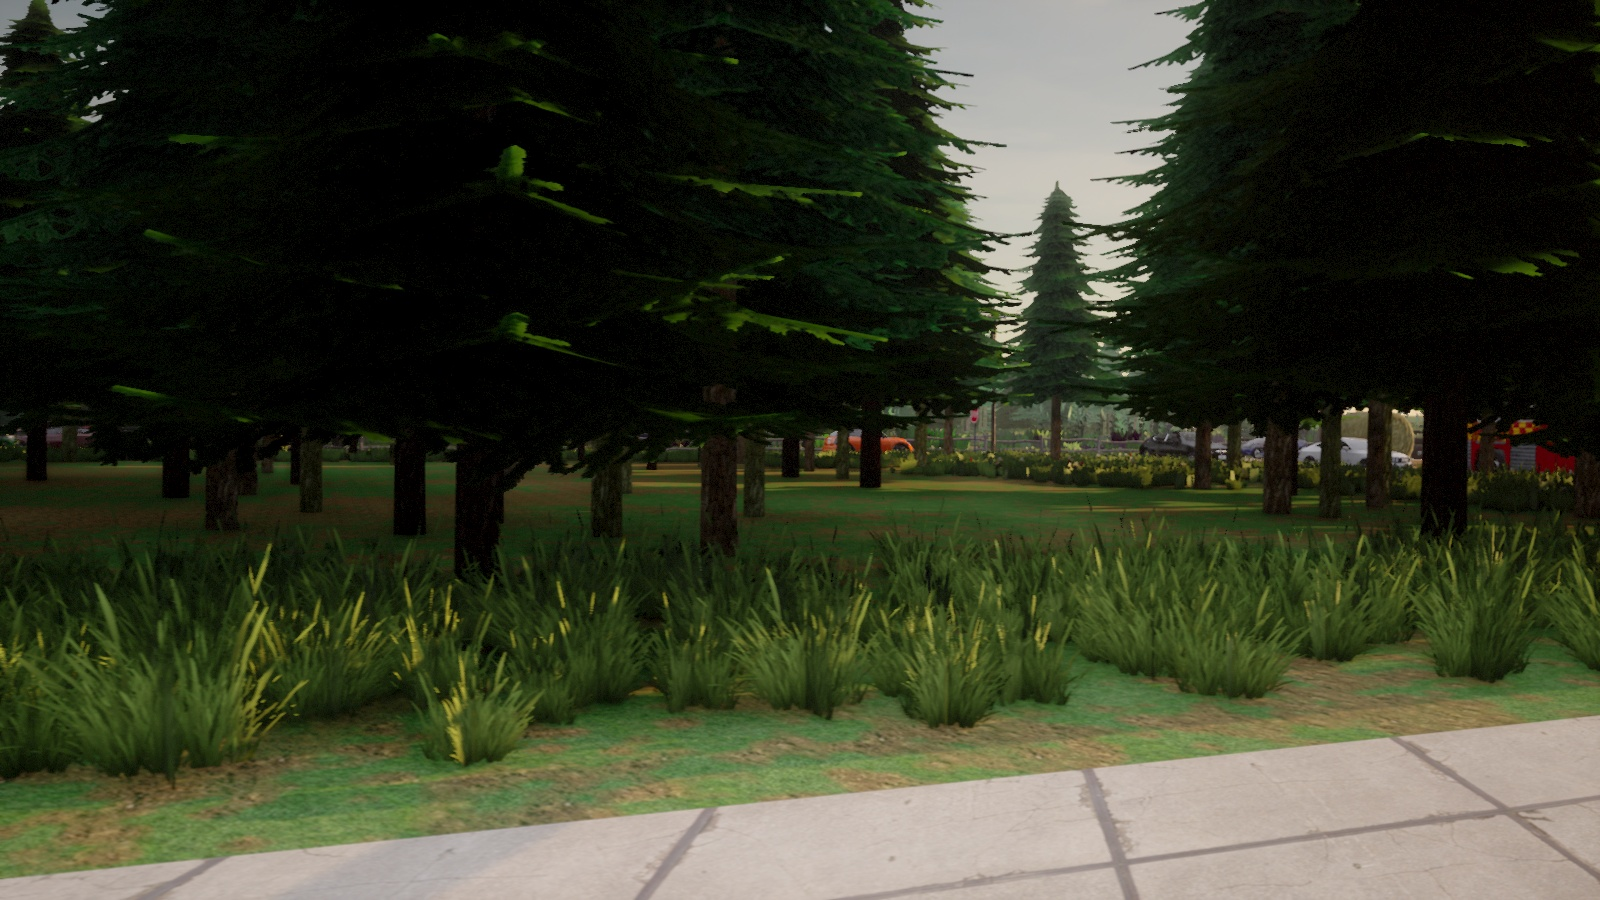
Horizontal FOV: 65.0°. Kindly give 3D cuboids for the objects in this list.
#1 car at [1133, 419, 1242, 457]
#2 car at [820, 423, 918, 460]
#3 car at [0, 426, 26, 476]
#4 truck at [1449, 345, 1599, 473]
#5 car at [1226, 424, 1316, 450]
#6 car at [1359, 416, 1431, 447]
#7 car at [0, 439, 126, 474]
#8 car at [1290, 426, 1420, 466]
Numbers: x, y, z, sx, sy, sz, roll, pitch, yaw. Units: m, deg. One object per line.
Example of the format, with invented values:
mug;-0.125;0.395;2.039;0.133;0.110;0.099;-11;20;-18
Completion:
car;17.725;-0.553;57.720;2.152;1.651;5.027;-1;1;-21
car;3.534;-0.457;64.505;4.553;1.767;2.097;-1;1;-18
car;-34.940;0.075;51.017;5.566;2.045;2.150;-1;1;-20
truck;24.853;-1.270;39.108;2.891;3.827;8.468;-1;1;-21
car;28.634;-0.799;76.377;4.792;1.488;2.163;-1;1;-18
car;37.552;-1.153;79.282;3.866;1.878;1.905;-1;1;-18
car;-32.598;0.280;55.559;4.674;1.442;1.812;-1;1;-20
car;21.316;-0.193;48.450;1.812;1.442;4.674;-1;1;-21
